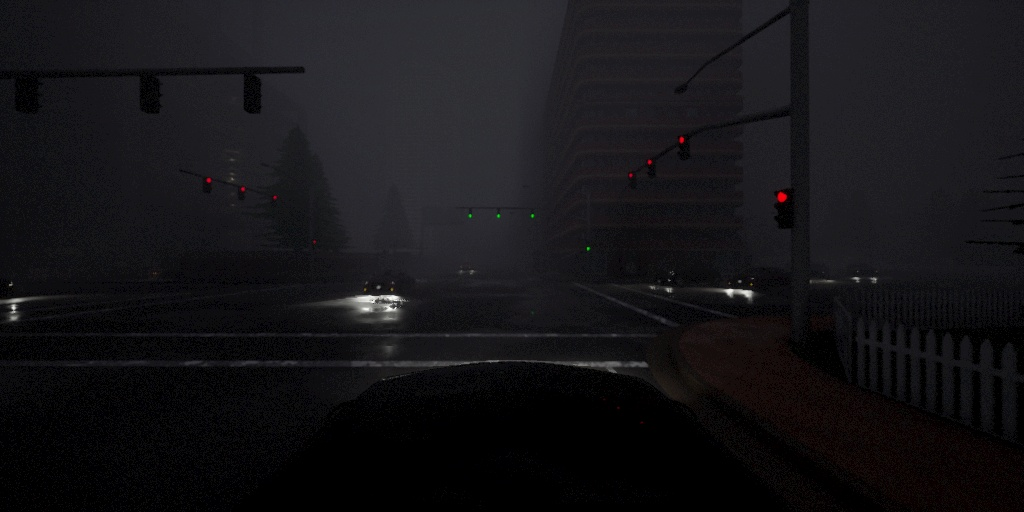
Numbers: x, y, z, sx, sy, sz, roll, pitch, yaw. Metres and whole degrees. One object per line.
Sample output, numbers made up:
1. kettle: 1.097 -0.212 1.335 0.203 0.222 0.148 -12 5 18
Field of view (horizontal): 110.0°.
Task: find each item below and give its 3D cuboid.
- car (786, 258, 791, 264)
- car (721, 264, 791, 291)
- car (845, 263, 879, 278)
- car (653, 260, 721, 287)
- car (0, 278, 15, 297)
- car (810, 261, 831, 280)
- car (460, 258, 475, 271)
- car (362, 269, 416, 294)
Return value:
1. car: 37.801 1.025 47.067 2.097 1.767 4.553 0 0 20
2. car: 15.759 1.376 22.552 4.181 1.385 1.994 0 0 -20
3. car: 36.396 1.445 37.438 2.033 1.411 5.357 0 0 34
4. car: 12.363 1.182 25.379 4.553 1.767 2.097 0 0 -14
5. car: -26.509 1.284 16.768 4.892 1.490 1.837 0 0 0
6. car: 28.413 1.353 33.597 5.008 1.535 1.882 0 0 -44
7. car: -6.988 1.586 56.335 1.882 1.535 5.008 0 1 0
8. car: -6.997 1.452 20.782 1.994 1.385 4.181 0 0 0
